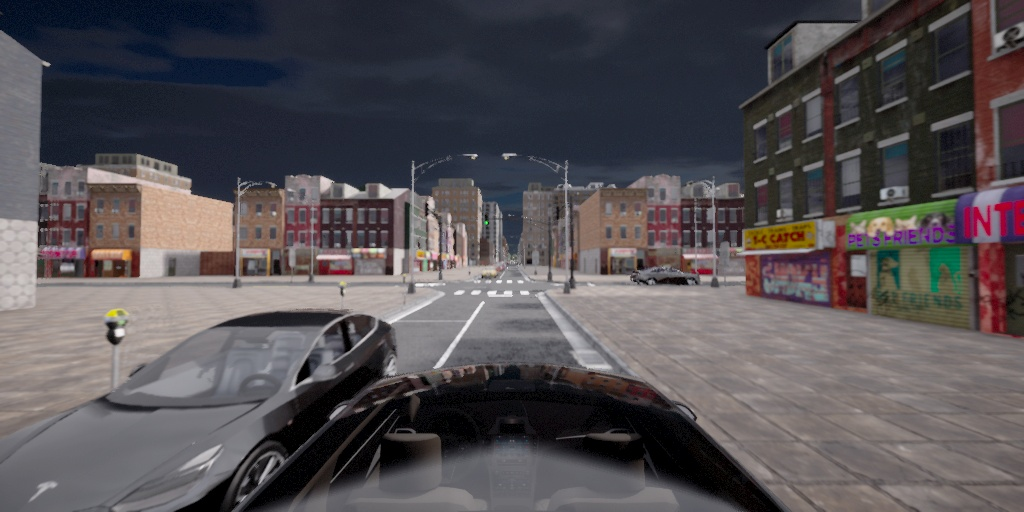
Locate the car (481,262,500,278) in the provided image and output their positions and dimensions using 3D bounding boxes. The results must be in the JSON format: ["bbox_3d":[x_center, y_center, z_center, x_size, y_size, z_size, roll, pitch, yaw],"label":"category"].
[{"bbox_3d":[-2.598,1.807,41.586,1.751,1.417,4.829,0,0,0],"label":"car"}]

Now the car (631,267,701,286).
[{"bbox_3d":[11.407,1.548,26.719,4.902,1.511,2.128,0,-1,0],"label":"car"}]

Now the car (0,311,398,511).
[{"bbox_3d":[-2.635,1.344,3.991,1.948,1.339,4.313,0,0,0],"label":"car"}]

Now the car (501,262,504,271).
[{"bbox_3d":[-2.587,2.027,52.965,1.802,1.307,4.207,0,0,0],"label":"car"}]

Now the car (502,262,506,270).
[{"bbox_3d":[-2.576,2.055,64.174,1.967,1.591,4.097,0,0,0],"label":"car"}]

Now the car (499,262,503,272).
[{"bbox_3d":[-2.593,1.908,47.360,1.888,1.381,4.507,0,0,0],"label":"car"}]
